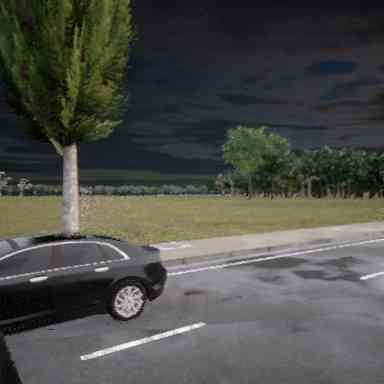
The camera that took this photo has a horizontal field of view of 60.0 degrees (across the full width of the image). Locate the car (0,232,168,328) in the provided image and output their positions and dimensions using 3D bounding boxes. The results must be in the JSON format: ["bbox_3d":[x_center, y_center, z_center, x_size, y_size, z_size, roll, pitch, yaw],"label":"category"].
[{"bbox_3d":[-2.755,1.509,5.712,4.892,1.490,1.837,0,0,-35],"label":"car"}]

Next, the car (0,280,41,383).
[{"bbox_3d":[-3.284,1.594,1.342,4.718,1.301,1.895,0,0,-35],"label":"car"}]
